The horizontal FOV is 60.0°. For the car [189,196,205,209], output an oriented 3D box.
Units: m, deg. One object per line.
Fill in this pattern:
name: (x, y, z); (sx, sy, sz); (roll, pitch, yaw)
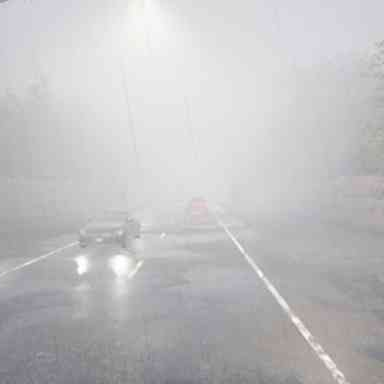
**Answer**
car: (0.740, 1.420, 46.455); (2.128, 1.511, 4.902); (0, 0, 1)

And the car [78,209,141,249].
car: (-3.393, 1.497, 14.531); (1.812, 1.442, 4.674); (0, 0, 1)

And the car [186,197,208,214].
car: (0.521, 1.306, 34.168); (2.097, 1.767, 4.553); (0, 0, 1)

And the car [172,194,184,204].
car: (-2.568, 1.223, 62.451); (2.097, 1.767, 4.553); (0, 0, 2)
